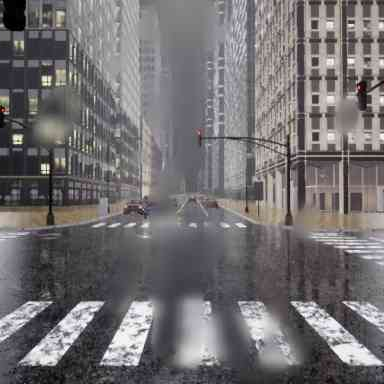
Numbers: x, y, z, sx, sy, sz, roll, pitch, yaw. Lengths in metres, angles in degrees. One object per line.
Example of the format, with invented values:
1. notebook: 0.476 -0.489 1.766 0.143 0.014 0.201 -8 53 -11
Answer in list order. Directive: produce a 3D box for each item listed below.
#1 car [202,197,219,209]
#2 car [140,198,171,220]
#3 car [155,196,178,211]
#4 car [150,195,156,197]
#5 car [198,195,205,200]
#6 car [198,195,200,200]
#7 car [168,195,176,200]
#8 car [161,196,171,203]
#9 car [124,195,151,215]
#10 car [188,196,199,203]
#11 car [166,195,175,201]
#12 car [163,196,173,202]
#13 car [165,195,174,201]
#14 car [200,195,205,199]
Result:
1. car: 2.694 1.599 45.008 1.802 1.307 4.206 1 0 0
2. car: -3.068 1.536 28.646 1.812 1.442 4.674 0 0 -1
3. car: -3.105 1.521 40.441 1.837 1.490 4.892 0 0 0
4. car: -5.680 1.332 44.944 2.192 1.841 5.009 1 0 0
5. car: 2.685 1.584 95.204 1.887 1.381 4.507 1 0 0
6. car: 2.691 1.590 61.741 1.947 1.339 4.313 1 0 0
7. car: -5.696 1.605 95.121 1.947 1.339 4.313 1 0 0
8. car: -5.691 1.573 72.820 1.887 1.381 4.507 1 0 0
9. car: -5.681 1.453 33.794 1.967 1.590 4.097 1 0 0
10. car: 0.069 1.574 70.510 2.033 1.411 5.357 0 0 0
11. car: -5.694 1.587 89.546 2.008 1.369 4.403 1 0 0
12. car: -5.692 1.582 78.395 2.008 1.369 4.403 1 0 0
13. car: -5.693 1.578 83.970 1.887 1.381 4.507 1 0 0
14. car: 2.694 1.547 56.334 1.752 1.417 4.829 1 0 0
